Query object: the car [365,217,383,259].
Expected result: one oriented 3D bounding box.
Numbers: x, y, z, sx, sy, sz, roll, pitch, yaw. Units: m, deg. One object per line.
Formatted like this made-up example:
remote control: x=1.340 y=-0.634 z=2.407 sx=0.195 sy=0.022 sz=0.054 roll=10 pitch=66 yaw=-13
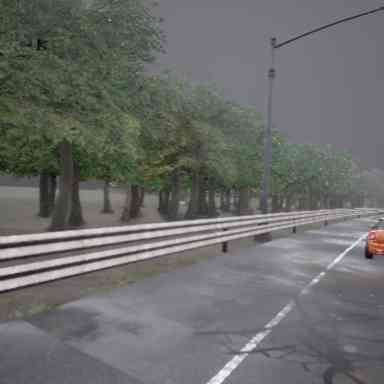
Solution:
car: x=8.655 y=1.843 z=14.032 sx=2.097 sy=1.767 sz=4.553 roll=3 pitch=0 yaw=32
